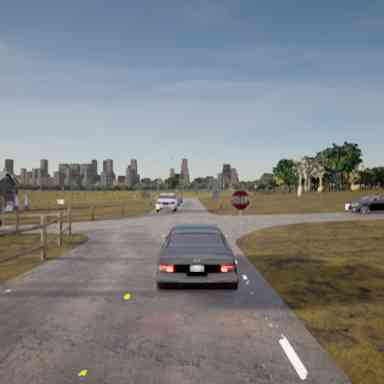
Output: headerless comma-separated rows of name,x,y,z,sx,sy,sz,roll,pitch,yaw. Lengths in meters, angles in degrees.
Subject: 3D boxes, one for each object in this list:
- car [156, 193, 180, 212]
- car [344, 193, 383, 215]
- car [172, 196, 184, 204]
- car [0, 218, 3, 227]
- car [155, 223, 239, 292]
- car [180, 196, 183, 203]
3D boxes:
car,-2.857,1.197,38.392,2.150,2.045,5.566,0,0,0
car,14.359,0.863,25.621,4.902,1.511,2.128,-2,0,0
car,-2.786,1.549,66.720,2.033,1.411,5.357,0,0,0
car,-15.571,2.009,22.623,5.008,1.535,1.882,-2,0,0
car,0.096,1.541,9.004,2.033,1.411,5.357,0,0,0
car,-2.848,1.503,51.544,1.812,1.442,4.674,0,1,0
